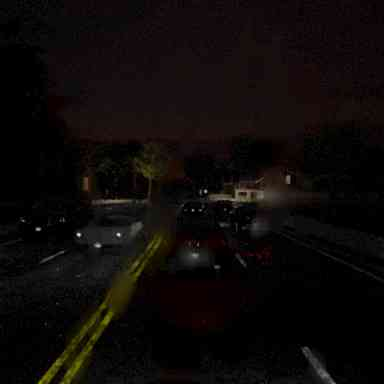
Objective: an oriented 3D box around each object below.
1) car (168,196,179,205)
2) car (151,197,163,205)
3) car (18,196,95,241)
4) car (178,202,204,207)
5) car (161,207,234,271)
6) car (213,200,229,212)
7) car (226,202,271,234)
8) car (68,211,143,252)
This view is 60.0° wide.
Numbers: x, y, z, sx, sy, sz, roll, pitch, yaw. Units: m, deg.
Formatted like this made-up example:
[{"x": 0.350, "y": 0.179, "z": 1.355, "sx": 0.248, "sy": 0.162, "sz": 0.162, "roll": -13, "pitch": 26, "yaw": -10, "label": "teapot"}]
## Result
[{"x": -3.307, "y": 1.594, "z": 61.011, "sx": 1.837, "sy": 1.490, "sz": 4.892, "roll": 0, "pitch": 0, "yaw": 1, "label": "car"}, {"x": -6.533, "y": 1.645, "z": 63.014, "sx": 2.033, "sy": 1.411, "sz": 5.357, "roll": 0, "pitch": 0, "yaw": 1, "label": "car"}, {"x": -6.603, "y": 1.247, "z": 17.037, "sx": 2.150, "sy": 2.045, "sz": 5.566, "roll": 0, "pitch": 0, "yaw": 0, "label": "car"}, {"x": 0.091, "y": 1.593, "z": 30.372, "sx": 2.033, "sy": 1.411, "sz": 5.357, "roll": 0, "pitch": 0, "yaw": 0, "label": "car"}, {"x": 0.081, "y": 1.494, "z": 10.987, "sx": 1.882, "sy": 1.535, "sz": 5.008, "roll": 0, "pitch": 0, "yaw": 0, "label": "car"}, {"x": 3.353, "y": 1.579, "z": 35.963, "sx": 1.812, "sy": 1.442, "sz": 4.674, "roll": 0, "pitch": 0, "yaw": 0, "label": "car"}, {"x": 3.343, "y": 1.534, "z": 19.631, "sx": 1.837, "sy": 1.490, "sz": 4.892, "roll": 0, "pitch": 0, "yaw": 0, "label": "car"}, {"x": -3.353, "y": 1.622, "z": 14.092, "sx": 1.895, "sy": 1.301, "sz": 4.718, "roll": 0, "pitch": 0, "yaw": 0, "label": "car"}]
